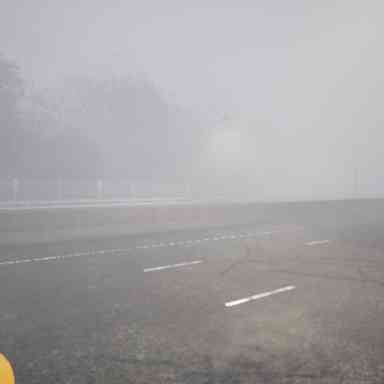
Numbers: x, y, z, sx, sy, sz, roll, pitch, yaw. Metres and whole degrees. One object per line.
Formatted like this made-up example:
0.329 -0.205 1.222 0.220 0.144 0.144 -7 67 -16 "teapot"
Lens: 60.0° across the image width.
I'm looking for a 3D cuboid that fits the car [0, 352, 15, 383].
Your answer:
-3.467 1.497 1.268 5.008 1.535 1.882 -1 0 -36 "car"
